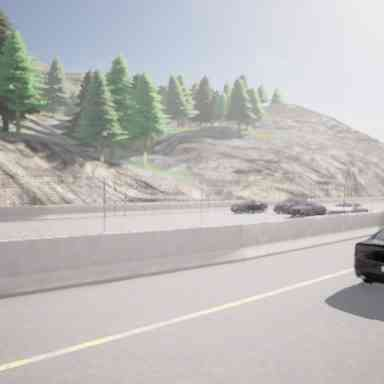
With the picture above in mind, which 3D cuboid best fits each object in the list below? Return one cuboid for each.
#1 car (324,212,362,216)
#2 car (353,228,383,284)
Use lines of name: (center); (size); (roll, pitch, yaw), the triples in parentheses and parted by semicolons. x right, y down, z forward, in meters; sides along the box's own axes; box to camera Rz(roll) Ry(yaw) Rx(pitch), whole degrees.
car: (13.330, 1.551, 28.373); (4.674, 1.442, 1.812); (0, 0, -40)
car: (6.068, 1.483, 8.547); (5.008, 1.535, 1.882); (0, 0, -38)
